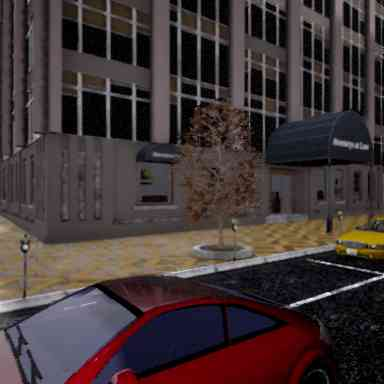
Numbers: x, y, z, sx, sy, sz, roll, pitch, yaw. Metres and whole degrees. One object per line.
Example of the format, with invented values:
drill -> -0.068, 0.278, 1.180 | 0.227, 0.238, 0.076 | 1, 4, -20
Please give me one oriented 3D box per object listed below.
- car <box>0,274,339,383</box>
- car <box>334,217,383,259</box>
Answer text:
car -> -0.580, 1.557, 2.964 | 4.181, 1.385, 1.994 | 0, 0, -35
car -> 6.746, 1.451, 11.344 | 4.829, 1.417, 1.752 | 0, 1, -35
